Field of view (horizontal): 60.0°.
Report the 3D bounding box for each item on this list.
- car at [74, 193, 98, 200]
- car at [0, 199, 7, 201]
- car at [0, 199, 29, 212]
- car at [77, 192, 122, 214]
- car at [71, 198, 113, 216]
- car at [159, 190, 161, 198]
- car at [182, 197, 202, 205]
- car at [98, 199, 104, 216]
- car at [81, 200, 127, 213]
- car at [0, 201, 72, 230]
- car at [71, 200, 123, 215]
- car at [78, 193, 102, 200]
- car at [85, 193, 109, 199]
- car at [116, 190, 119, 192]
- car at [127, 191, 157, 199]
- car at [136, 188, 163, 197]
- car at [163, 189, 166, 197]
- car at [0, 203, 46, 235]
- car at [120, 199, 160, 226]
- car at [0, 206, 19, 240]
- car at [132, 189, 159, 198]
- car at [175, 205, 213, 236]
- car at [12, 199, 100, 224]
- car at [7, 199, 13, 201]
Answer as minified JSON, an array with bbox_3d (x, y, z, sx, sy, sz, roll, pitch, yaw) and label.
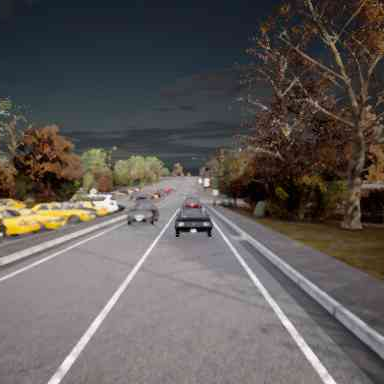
[{"bbox_3d":[-23.410,1.046,73.792,4.674,1.452,2.002,0,0,0],"label":"car"},{"bbox_3d":[-23.215,1.620,35.822,4.792,1.488,2.163,0,0,0],"label":"car"},{"bbox_3d":[-23.226,1.625,41.239,5.008,1.535,2.097,0,0,0],"label":"car"},{"bbox_3d":[-10.200,1.324,33.008,5.566,2.045,2.435,0,0,0],"label":"car"},{"bbox_3d":[-10.364,1.555,30.231,5.366,1.575,1.946,0,0,0],"label":"car"},{"bbox_3d":[-10.312,0.997,76.722,5.008,1.535,2.097,0,1,0],"label":"car"},{"bbox_3d":[0.004,1.362,36.108,2.097,1.767,4.553,0,0,0],"label":"car"},{"bbox_3d":[-10.192,1.541,27.454,4.892,1.521,2.231,0,0,0],"label":"car"},{"bbox_3d":[-10.128,1.640,38.558,4.792,1.488,2.163,0,0,0],"label":"car"},{"bbox_3d":[-10.022,1.486,19.005,5.366,1.575,1.946,0,0,0],"label":"car"},{"bbox_3d":[-10.170,1.593,35.783,5.008,1.535,2.097,0,0,0],"label":"car"},{"bbox_3d":[-23.426,1.024,76.705,4.792,1.488,2.163,0,0,0],"label":"car"},{"bbox_3d":[-23.564,0.942,82.292,5.366,1.575,1.946,0,1,0],"label":"car"},{"bbox_3d":[-23.345,0.795,90.527,5.008,1.535,2.097,0,1,0],"label":"car"},{"bbox_3d":[-10.316,1.044,68.373,4.792,1.488,2.163,0,0,0],"label":"car"},{"bbox_3d":[-10.336,0.726,79.514,5.566,2.045,2.435,0,1,0],"label":"car"},{"bbox_3d":[-10.239,0.668,90.662,4.553,1.767,2.185,0,1,0],"label":"car"},{"bbox_3d":[-10.400,1.475,16.353,5.366,1.575,1.946,0,0,0],"label":"car"},{"bbox_3d":[-3.392,1.487,23.754,2.128,1.511,4.902,0,0,0],"label":"car"},{"bbox_3d":[-10.215,1.473,13.585,4.892,1.521,2.231,0,0,0],"label":"car"},{"bbox_3d":[-10.358,0.882,73.942,4.553,1.767,2.185,0,0,0],"label":"car"},{"bbox_3d":[0.073,1.593,18.331,1.895,1.301,4.718,0,0,0],"label":"car"},{"bbox_3d":[-10.008,1.519,24.678,5.366,1.575,1.946,0,0,0],"label":"car"},{"bbox_3d":[-23.269,1.482,38.469,4.553,1.767,2.185,0,0,0],"label":"car"}]
